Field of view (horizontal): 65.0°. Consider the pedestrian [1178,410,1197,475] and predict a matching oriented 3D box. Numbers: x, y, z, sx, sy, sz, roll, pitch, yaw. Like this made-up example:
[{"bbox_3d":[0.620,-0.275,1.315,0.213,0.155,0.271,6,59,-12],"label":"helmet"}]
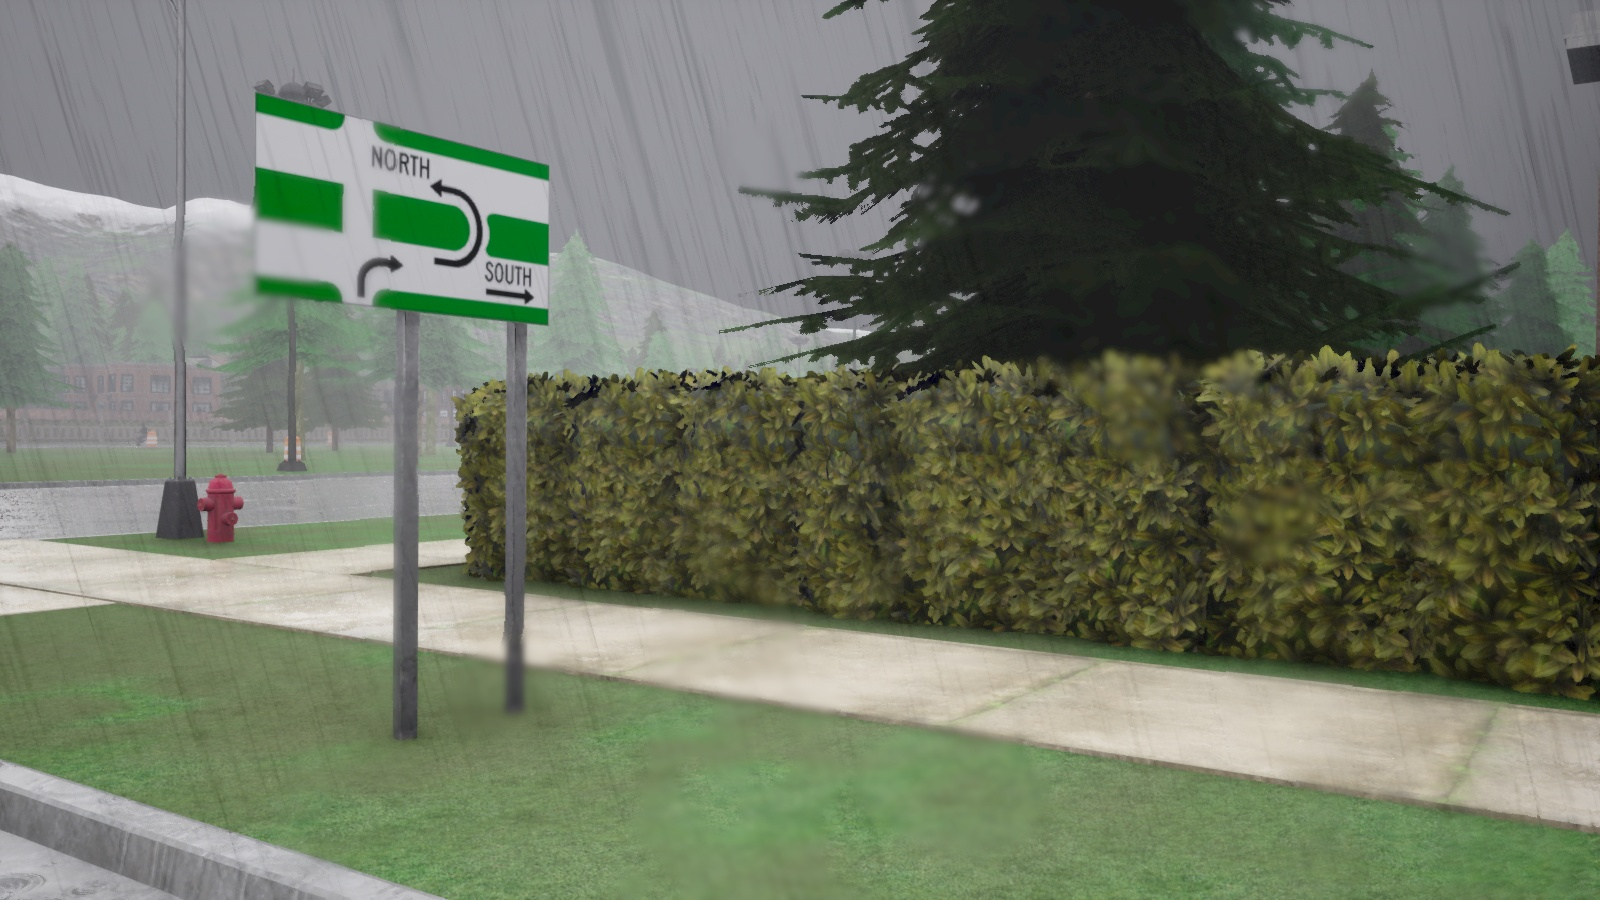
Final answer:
[{"bbox_3d":[11.058,-0.229,35.814,0.345,1.836,0.594,0,1,34],"label":"pedestrian"}]
